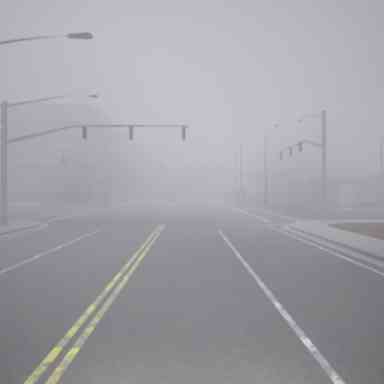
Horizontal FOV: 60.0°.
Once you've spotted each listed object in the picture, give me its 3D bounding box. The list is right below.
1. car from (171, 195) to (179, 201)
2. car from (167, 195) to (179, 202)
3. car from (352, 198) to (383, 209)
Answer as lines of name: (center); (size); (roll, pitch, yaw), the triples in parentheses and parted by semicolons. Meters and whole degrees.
car: (-4.427, 1.510, 88.066); (2.033, 1.411, 5.357); (0, 0, -1)
car: (-4.259, 1.502, 72.292); (2.128, 1.511, 4.902); (0, 0, -1)
car: (23.289, 1.498, 43.536); (4.181, 1.385, 1.994); (0, 0, -3)
